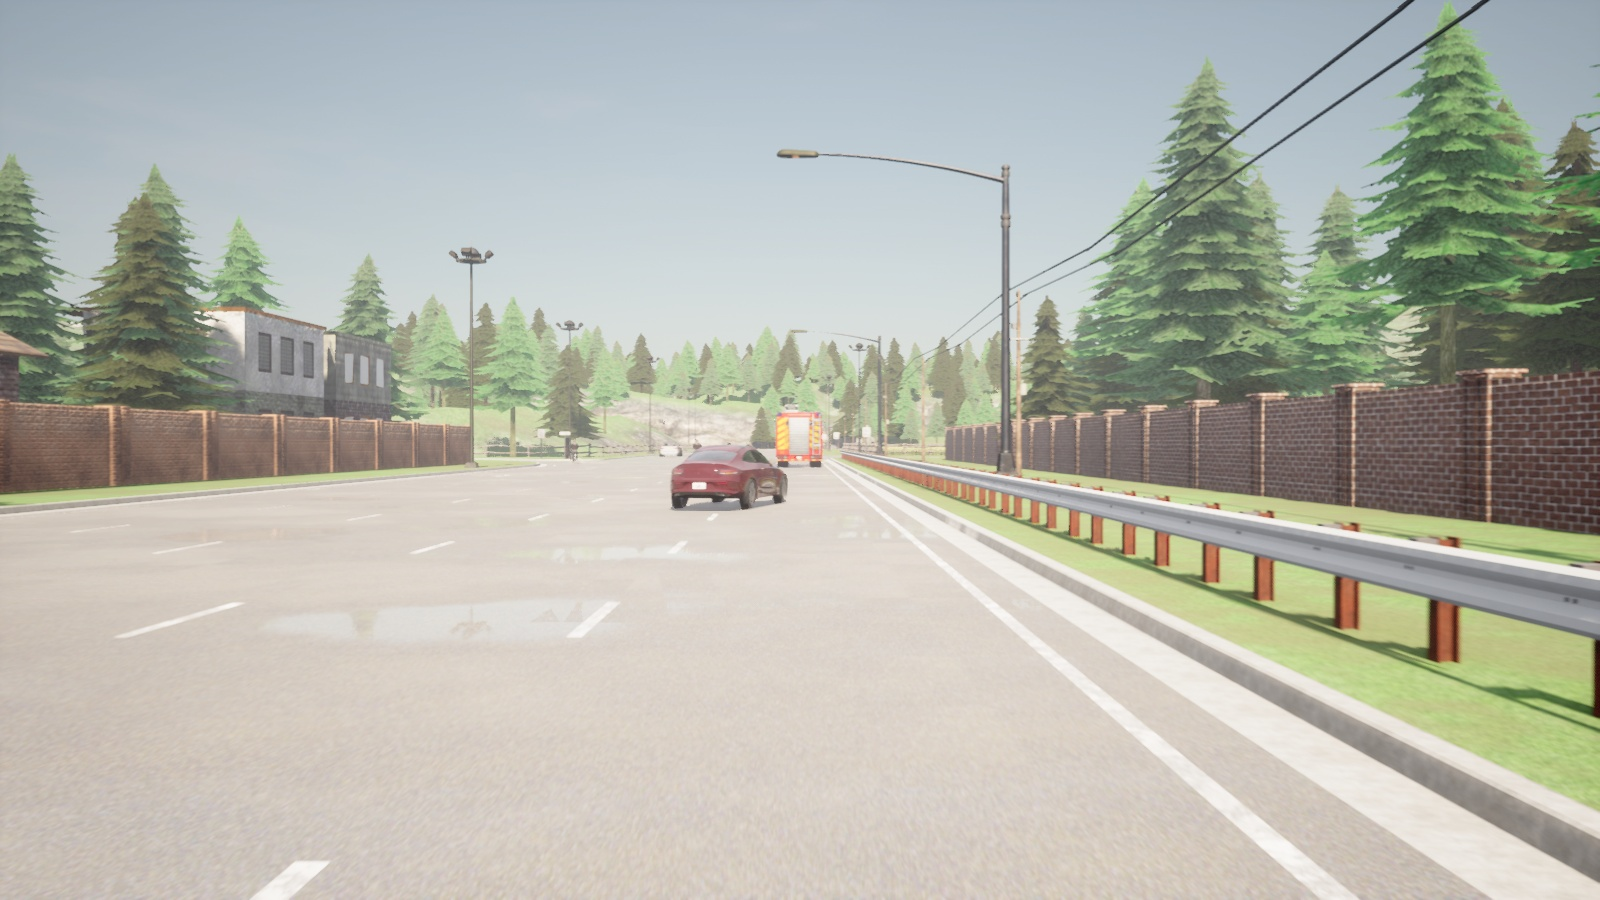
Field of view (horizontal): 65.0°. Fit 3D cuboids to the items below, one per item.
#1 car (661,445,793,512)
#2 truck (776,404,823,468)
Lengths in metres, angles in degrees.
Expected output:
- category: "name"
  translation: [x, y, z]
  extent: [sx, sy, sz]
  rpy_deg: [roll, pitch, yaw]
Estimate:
- category: "car"
  translation: [-1.623, 0.604, 29.679]
  extent: [1.812, 1.442, 4.674]
  rpy_deg: [0, 0, 14]
- category: "truck"
  translation: [-0.034, -0.870, 80.161]
  extent: [2.891, 3.827, 8.468]
  rpy_deg: [0, 0, 0]
